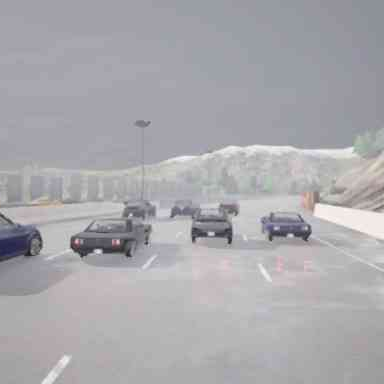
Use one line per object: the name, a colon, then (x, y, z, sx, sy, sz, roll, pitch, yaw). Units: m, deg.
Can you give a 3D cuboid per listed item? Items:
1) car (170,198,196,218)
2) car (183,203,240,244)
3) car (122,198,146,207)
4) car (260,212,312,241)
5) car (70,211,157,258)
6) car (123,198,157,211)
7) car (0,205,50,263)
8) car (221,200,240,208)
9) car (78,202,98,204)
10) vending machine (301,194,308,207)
car: (-0.492, 1.399, 30.198, 2.097, 1.767, 4.553, 0, 0, 10)
car: (1.018, 1.521, 16.161, 2.128, 1.511, 4.902, 0, 0, 5)
car: (-9.305, 1.655, 53.713, 1.895, 1.301, 4.718, 0, 0, 17)
car: (4.597, 1.644, 16.942, 1.895, 1.301, 4.718, 0, 0, 6)
car: (-2.819, 1.612, 12.797, 1.895, 1.301, 4.718, 0, 0, 4)
car: (-4.357, 1.536, 28.453, 1.837, 1.490, 4.892, 0, 0, 10)
car: (-6.483, 1.346, 10.071, 2.097, 1.767, 4.553, 0, 0, 3)
car: (3.842, 1.546, 34.124, 1.882, 1.535, 5.008, 0, 0, 12)
car: (-14.641, 1.529, 47.949, 1.837, 1.490, 4.892, 0, 0, 15)
vending machine: (18.724, 1.350, 55.349, 1.100, 2.100, 0.880, 0, 0, 21)
